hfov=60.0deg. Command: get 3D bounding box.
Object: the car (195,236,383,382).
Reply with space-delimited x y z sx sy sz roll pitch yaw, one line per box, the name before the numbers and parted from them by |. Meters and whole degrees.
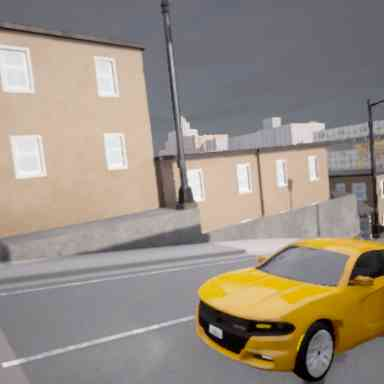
car | 2.364 1.572 5.714 5.008 1.535 1.882 1 -1 -35
